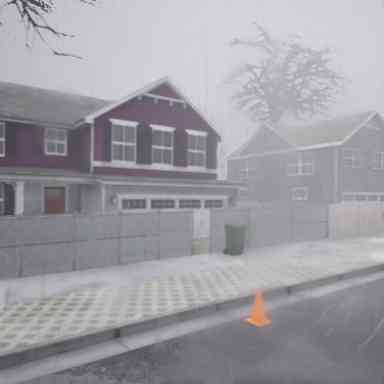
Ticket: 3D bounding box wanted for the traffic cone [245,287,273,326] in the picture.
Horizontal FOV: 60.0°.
[{"bbox_3d":[1.165,1.957,5.797,0.340,0.580,0.340,0,0,-34],"label":"traffic cone"}]
